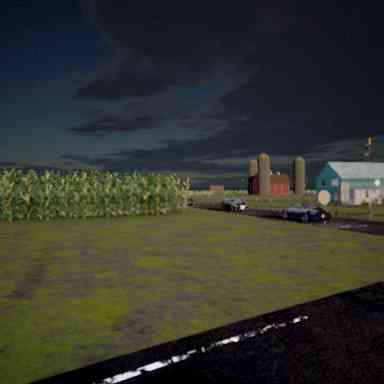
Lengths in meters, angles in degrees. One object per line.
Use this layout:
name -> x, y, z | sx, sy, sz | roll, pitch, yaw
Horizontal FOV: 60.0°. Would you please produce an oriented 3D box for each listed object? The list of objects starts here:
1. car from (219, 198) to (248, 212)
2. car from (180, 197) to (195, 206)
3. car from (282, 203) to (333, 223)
car -> 4.739, 1.477, 38.166 | 2.128, 1.511, 4.902 | -1, 0, -18
car -> -0.965, 1.527, 56.230 | 1.837, 1.490, 4.892 | -1, 0, -17
car -> 8.761, 1.535, 25.585 | 1.994, 1.385, 4.181 | -1, 0, -17
